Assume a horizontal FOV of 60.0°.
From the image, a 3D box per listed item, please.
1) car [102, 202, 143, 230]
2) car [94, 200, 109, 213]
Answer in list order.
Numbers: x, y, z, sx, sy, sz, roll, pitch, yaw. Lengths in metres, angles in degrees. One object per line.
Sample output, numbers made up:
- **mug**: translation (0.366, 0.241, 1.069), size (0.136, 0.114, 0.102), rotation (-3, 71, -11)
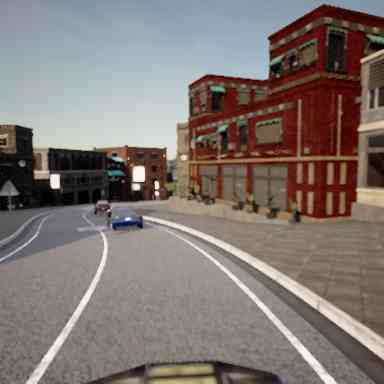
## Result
- **car**: translation (-4.519, 1.598, 21.852), size (1.994, 1.385, 4.181), rotation (-2, 0, -20)
- **car**: translation (-10.508, 1.702, 39.325), size (1.812, 1.442, 4.674), rotation (-2, 0, -15)
